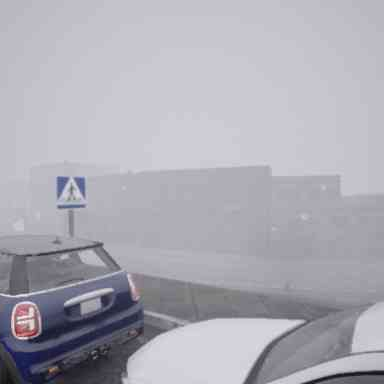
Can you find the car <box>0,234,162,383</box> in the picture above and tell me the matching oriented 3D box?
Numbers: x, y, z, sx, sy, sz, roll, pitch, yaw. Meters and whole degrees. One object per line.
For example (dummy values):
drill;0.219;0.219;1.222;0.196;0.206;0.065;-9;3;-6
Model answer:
car;-2.987;1.490;5.408;4.553;1.767;2.185;-1;-1;36
